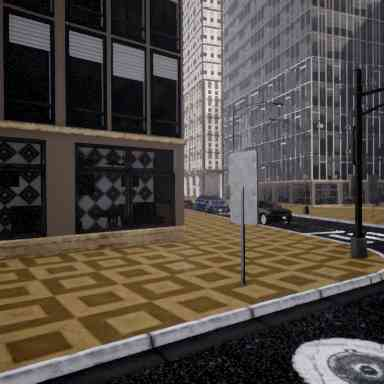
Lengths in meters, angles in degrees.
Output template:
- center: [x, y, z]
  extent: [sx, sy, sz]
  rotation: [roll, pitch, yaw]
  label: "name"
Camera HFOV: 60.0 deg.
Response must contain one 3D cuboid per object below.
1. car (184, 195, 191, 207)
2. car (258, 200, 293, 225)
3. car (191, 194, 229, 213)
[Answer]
- center: [-1.318, 1.094, 41.344]
  extent: [1.994, 1.385, 4.181]
  rotation: [-1, 1, -18]
  label: "car"
- center: [4.884, 1.278, 22.851]
  extent: [1.882, 1.535, 5.008]
  rotation: [-1, 1, -19]
  label: "car"
- center: [1.835, 1.020, 31.924]
  extent: [2.097, 1.767, 4.553]
  rotation: [-1, 1, -19]
  label: "car"
